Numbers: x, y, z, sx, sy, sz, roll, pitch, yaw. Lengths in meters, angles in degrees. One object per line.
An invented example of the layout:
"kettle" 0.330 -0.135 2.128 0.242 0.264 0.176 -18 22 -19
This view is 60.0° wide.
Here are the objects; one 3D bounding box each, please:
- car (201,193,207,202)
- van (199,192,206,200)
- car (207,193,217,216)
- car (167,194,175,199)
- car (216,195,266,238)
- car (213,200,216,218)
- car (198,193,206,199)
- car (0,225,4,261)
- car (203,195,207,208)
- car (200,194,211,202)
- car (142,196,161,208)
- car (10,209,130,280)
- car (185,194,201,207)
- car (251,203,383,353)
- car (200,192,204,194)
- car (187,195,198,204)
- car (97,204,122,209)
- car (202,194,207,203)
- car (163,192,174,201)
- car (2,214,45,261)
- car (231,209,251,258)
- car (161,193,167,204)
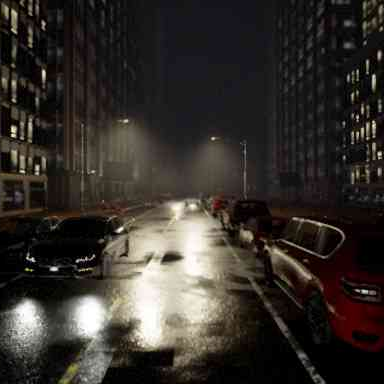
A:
"car" 2.697 1.333 55.931 1.947 1.339 4.313 0 0 0
"van" 2.699 0.991 83.626 1.690 1.788 3.998 0 0 0
"car" 2.697 1.198 28.234 2.192 1.841 5.009 0 0 0
"car" -5.682 1.171 89.167 1.887 1.381 4.507 0 0 0
"car" 2.696 1.244 17.156 2.192 1.841 5.009 0 0 0
"car" 2.696 1.472 22.696 1.947 1.339 4.313 0 0 0
"car" 2.698 1.066 89.166 1.967 1.590 4.097 0 0 0
"car" -5.686 1.541 6.078 1.947 1.339 4.313 0 0 0
"car" 2.696 1.388 39.314 2.008 1.369 4.403 0 0 0
"car" 2.698 1.161 67.009 1.967 1.590 4.097 0 0 0
"car" -5.684 1.396 44.853 1.802 1.307 4.206 0 0 0
"car" -3.087 1.464 9.881 1.837 1.490 4.892 0 0 0
"car" 0.003 1.327 48.034 1.812 1.442 4.674 0 0 0
"car" 2.696 1.290 6.077 2.192 1.841 5.009 0 0 0
"car" 2.698 1.059 61.469 2.192 1.841 5.009 0 0 0
"car" 0.004 1.264 58.042 1.837 1.490 4.892 0 0 0
"car" -5.685 1.489 22.696 1.802 1.307 4.206 0 0 0
"car" 2.697 1.339 45.023 1.752 1.417 4.829 0 0 0
"car" -5.682 1.012 72.548 2.192 1.841 5.009 0 0 0
"car" -5.686 1.503 11.616 2.008 1.369 4.403 0 0 0
"car" 2.695 1.497 11.617 1.887 1.381 4.507 0 0 0
"car" -5.683 1.350 55.931 1.802 1.307 4.206 0 0 0
